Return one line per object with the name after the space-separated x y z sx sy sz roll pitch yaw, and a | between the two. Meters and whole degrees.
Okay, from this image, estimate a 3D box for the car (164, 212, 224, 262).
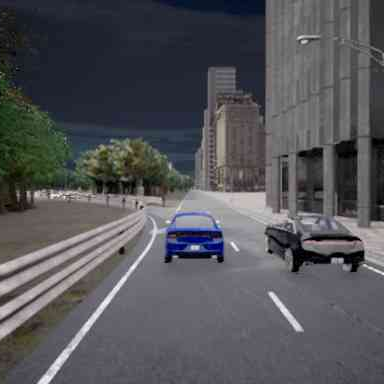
0.025 1.473 12.185 1.882 1.535 5.008 0 0 -2 | car

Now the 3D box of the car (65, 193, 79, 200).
-26.903 0.988 74.747 4.892 1.490 1.837 1 1 44 | car

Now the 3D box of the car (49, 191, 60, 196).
-34.000 0.549 82.088 2.097 1.767 4.553 0 1 -39 | car

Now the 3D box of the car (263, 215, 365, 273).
3.594 1.487 10.636 2.128 1.511 4.902 0 0 0 | car
